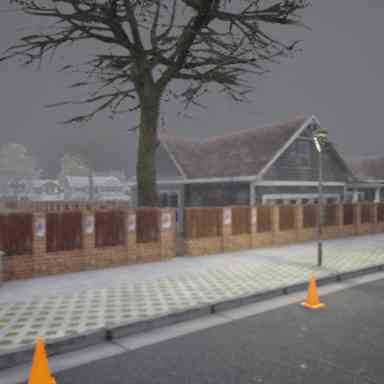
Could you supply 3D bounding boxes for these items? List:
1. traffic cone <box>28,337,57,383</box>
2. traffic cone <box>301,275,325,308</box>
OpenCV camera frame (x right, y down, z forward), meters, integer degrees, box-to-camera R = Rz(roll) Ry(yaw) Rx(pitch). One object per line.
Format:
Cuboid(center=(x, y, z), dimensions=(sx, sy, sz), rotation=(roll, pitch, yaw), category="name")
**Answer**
Cuboid(center=(-1.725, 1.950, 3.784), dimensions=(0.340, 0.580, 0.340), rotation=(0, 0, -35), category="traffic cone")
Cuboid(center=(2.418, 1.962, 6.655), dimensions=(0.340, 0.580, 0.340), rotation=(0, 0, -34), category="traffic cone")
